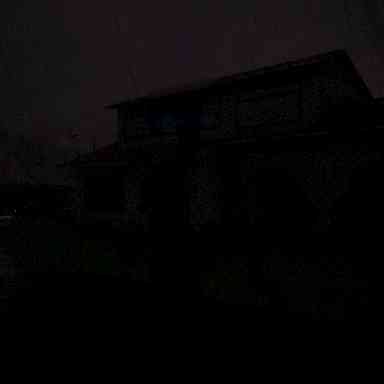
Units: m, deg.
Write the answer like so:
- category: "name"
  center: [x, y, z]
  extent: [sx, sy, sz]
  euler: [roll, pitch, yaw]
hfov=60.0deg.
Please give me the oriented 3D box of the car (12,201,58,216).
- category: "car"
  center: [-15.487, 1.617, 32.982]
  extent: [1.994, 1.385, 4.181]
  euler: [0, 0, 35]
